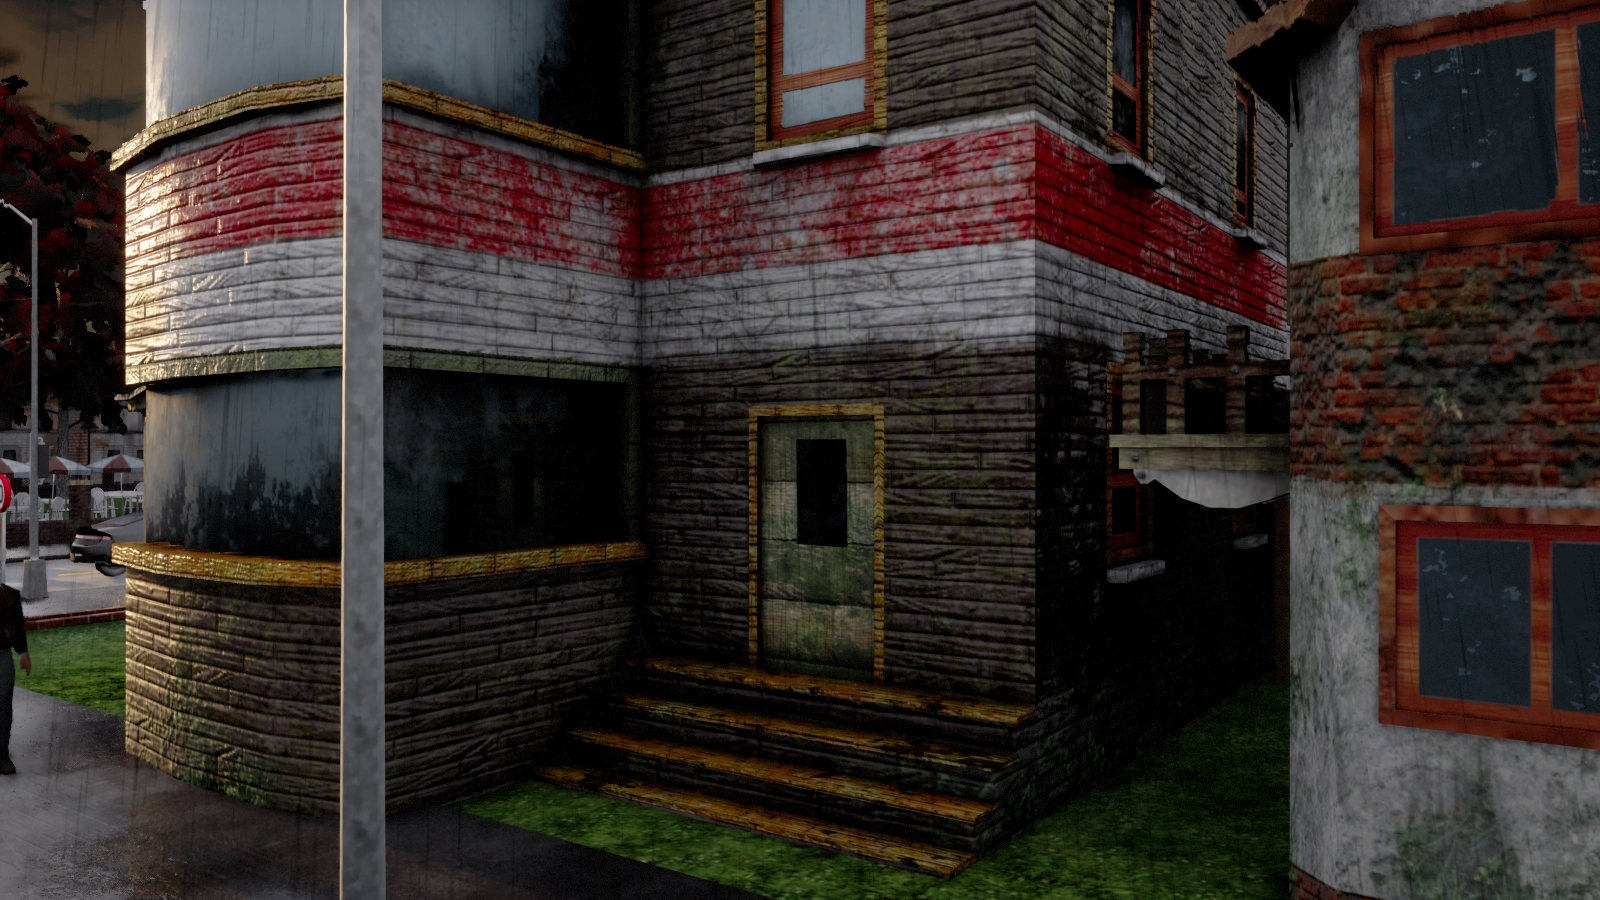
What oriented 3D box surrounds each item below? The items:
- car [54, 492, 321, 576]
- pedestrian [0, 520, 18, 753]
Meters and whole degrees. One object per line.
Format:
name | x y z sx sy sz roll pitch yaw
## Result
car | -13.748 1.817 25.958 2.128 1.511 4.902 0 0 34
pedestrian | -6.642 1.521 9.355 0.375 1.860 0.375 0 0 -37
